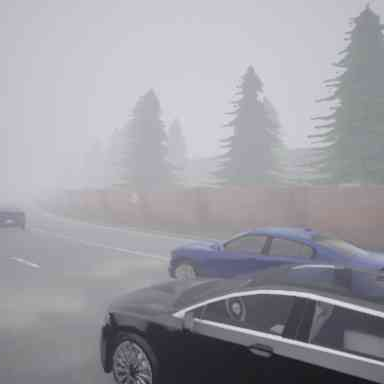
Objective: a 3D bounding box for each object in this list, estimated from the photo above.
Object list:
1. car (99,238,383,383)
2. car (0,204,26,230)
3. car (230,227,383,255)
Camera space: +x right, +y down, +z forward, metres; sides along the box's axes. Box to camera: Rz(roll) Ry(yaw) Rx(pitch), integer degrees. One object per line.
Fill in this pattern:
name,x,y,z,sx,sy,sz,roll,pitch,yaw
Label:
car,1.096,1.509,3.349,4.902,1.511,2.128,0,0,36
car,-11.417,1.423,19.732,1.882,1.535,5.008,0,0,-41
car,1.691,1.506,7.273,5.008,1.535,1.882,0,0,37
